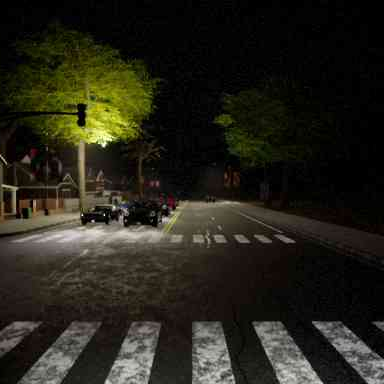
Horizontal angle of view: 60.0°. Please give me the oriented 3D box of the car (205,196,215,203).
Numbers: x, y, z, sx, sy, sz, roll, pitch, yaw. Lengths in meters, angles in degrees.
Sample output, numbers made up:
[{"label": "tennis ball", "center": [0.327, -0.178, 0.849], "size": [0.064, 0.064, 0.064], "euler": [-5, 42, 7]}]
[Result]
[{"label": "car", "center": [3.669, 1.499, 67.644], "size": [1.837, 1.490, 4.892], "euler": [0, 0, 1]}]

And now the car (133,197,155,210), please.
[{"label": "car", "center": [-6.374, 1.481, 44.640], "size": [2.128, 1.511, 4.902], "euler": [0, 0, 1]}]

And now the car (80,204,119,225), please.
[{"label": "car", "center": [-6.482, 1.591, 24.028], "size": [1.895, 1.301, 4.718], "euler": [0, 0, 0]}]

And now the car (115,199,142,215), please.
[{"label": "car", "center": [-6.422, 1.514, 34.200], "size": [1.812, 1.442, 4.674], "euler": [0, 0, 0]}]

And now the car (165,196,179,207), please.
[{"label": "car", "center": [-3.059, 1.494, 51.915], "size": [1.837, 1.490, 4.892], "euler": [0, 0, 1]}]

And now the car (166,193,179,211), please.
[{"label": "car", "center": [-3.144, 1.211, 41.942], "size": [2.150, 2.045, 5.566], "euler": [0, 0, 0]}]

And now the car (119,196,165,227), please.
[{"label": "car", "center": [-3.240, 1.343, 22.531], "size": [2.097, 1.767, 4.553], "euler": [0, 0, 0]}]

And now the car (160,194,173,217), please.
[{"label": "car", "center": [-3.197, 1.341, 31.389], "size": [2.097, 1.767, 4.553], "euler": [0, 0, 0]}]
